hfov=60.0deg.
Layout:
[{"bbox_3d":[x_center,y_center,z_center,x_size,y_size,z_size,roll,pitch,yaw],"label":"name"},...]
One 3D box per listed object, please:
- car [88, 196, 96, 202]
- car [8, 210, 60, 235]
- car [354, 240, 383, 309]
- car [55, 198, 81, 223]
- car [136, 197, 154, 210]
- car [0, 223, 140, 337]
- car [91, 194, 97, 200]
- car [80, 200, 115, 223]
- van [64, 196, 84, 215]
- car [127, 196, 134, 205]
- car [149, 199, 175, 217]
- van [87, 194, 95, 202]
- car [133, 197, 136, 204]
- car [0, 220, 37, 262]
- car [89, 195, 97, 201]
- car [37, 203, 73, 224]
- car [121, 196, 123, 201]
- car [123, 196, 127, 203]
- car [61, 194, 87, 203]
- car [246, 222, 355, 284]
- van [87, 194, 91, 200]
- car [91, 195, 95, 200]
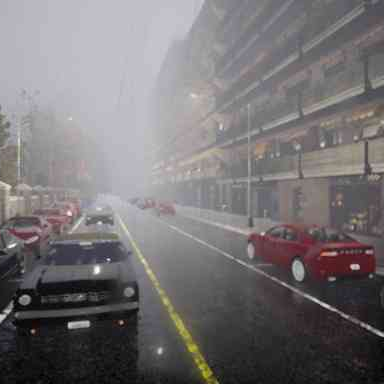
[{"bbox_3d":[-25.166,1.675,83.655,1.802,1.307,4.206,0,0,-15],"label":"car"},{"bbox_3d":[-6.466,1.579,12.894,1.802,1.307,4.206,0,0,-15],"label":"car"},{"bbox_3d":[4.514,1.547,4.147,2.008,1.369,4.403,0,0,-15],"label":"car"},{"bbox_3d":[-9.341,1.442,23.777,1.967,1.590,4.097,0,0,-15],"label":"car"},{"bbox_3d":[-5.556,1.457,42.250,1.967,1.590,4.097,0,0,-15],"label":"car"},{"bbox_3d":[-2.206,1.599,6.919,1.895,1.301,4.718,0,0,-15],"label":"car"},{"bbox_3d":[-20.850,1.374,67.326,2.192,1.841,5.009,0,0,-15],"label":"car"},{"bbox_3d":[-6.430,1.547,23.283,2.033,1.411,5.357,0,0,-15],"label":"car"},{"bbox_3d":[-12.219,1.356,34.665,1.690,1.788,3.998,0,0,-15],"label":"van"},{"bbox_3d":[-9.872,1.603,58.581,1.947,1.339,4.313,0,0,-15],"label":"car"},{"bbox_3d":[-2.678,1.586,31.362,1.802,1.307,4.206,0,0,-15],"label":"car"},{"bbox_3d":[-23.727,1.422,78.212,1.690,1.788,3.998,0,0,-15],"label":"van"},{"bbox_3d":[-6.994,1.605,47.693,1.802,1.307,4.206,0,0,-15],"label":"car"},{"bbox_3d":[-5.027,1.565,7.451,1.947,1.339,4.313,0,0,-15],"label":"car"},{"bbox_3d":[-26.605,1.651,89.099,1.887,1.381,4.507,0,0,-15],"label":"car"},{"bbox_3d":[-7.904,1.542,18.336,1.887,1.381,4.507,0,0,-15],"label":"car"},{"bbox_3d":[-15.668,1.602,80.518,1.752,1.417,4.829,0,0,-15],"label":"car"},{"bbox_3d":[-12.748,1.495,69.466,1.967,1.590,4.097,0,0,-15],"label":"car"},{"bbox_3d":[-10.781,1.324,29.221,2.192,1.841,5.009,0,0,-15],"label":"car"},{"bbox_3d":[3.076,1.539,9.591,1.887,1.381,4.507,0,0,-15],"label":"car"},{"bbox_3d":[-15.097,1.369,45.552,1.690,1.788,3.998,0,0,-15],"label":"van"},{"bbox_3d":[-17.974,1.607,56.439,1.947,1.339,4.313,0,0,-15],"label":"car"}]
